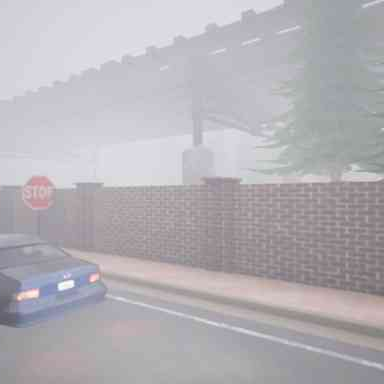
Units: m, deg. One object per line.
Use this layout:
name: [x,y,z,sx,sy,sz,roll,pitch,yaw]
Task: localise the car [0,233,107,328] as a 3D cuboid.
car: [-4.117,1.598,6.927,5.357,1.411,2.033,0,0,35]
